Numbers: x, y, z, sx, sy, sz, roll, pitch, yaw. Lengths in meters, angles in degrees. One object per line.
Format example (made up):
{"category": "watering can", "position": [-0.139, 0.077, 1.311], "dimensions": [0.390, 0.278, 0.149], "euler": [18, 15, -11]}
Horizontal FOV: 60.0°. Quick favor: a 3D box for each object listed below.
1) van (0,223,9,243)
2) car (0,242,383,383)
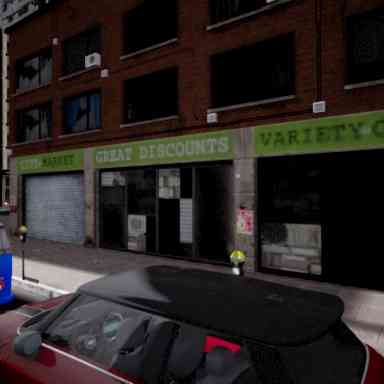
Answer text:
{"category": "van", "position": [-5.088, 1.341, 6.361], "dimensions": [3.998, 1.788, 1.690], "euler": [0, 0, 36]}
{"category": "car", "position": [-0.457, 1.440, 3.054], "dimensions": [4.097, 1.590, 1.967], "euler": [0, 0, 36]}
